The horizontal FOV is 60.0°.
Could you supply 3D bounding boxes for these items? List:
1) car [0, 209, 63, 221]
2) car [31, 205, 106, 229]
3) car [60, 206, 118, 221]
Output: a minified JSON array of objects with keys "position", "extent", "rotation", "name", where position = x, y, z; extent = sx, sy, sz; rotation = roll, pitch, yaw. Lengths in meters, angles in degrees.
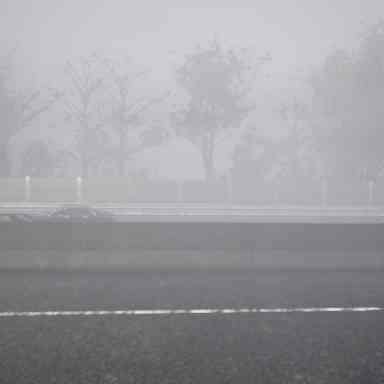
[{"position":[-8.494,1.576,14.617],"extent":[4.718,1.301,1.895],"rotation":[1,0,-4],"name":"car"},{"position":[-7.928,1.580,21.676],"extent":[4.181,1.385,1.994],"rotation":[1,0,-4],"name":"car"},{"position":[-6.604,1.519,18.259],"extent":[4.892,1.490,1.837],"rotation":[1,0,-4],"name":"car"}]
